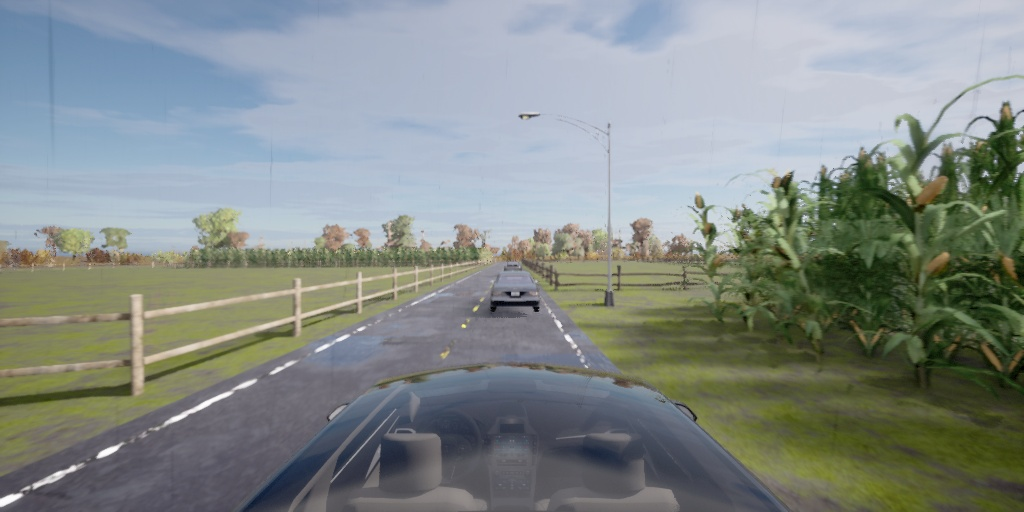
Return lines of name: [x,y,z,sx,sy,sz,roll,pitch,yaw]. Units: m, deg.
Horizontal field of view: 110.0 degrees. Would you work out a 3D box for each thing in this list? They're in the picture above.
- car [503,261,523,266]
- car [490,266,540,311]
car: [0.103,1.269,37.235,2.128,1.511,4.902,0,0,0]
car: [0.101,1.307,14.461,2.033,1.411,5.357,0,0,0]
